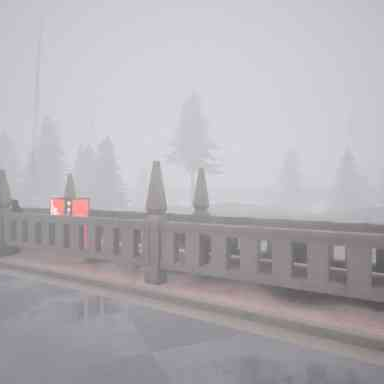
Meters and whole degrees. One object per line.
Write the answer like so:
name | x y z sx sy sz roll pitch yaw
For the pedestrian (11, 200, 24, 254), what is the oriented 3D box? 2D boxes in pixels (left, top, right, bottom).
pedestrian | -5.983 1.138 11.257 0.375 1.860 0.375 1 1 29

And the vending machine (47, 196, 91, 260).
vending machine | -4.286 1.191 11.640 0.880 2.100 1.100 1 0 30
